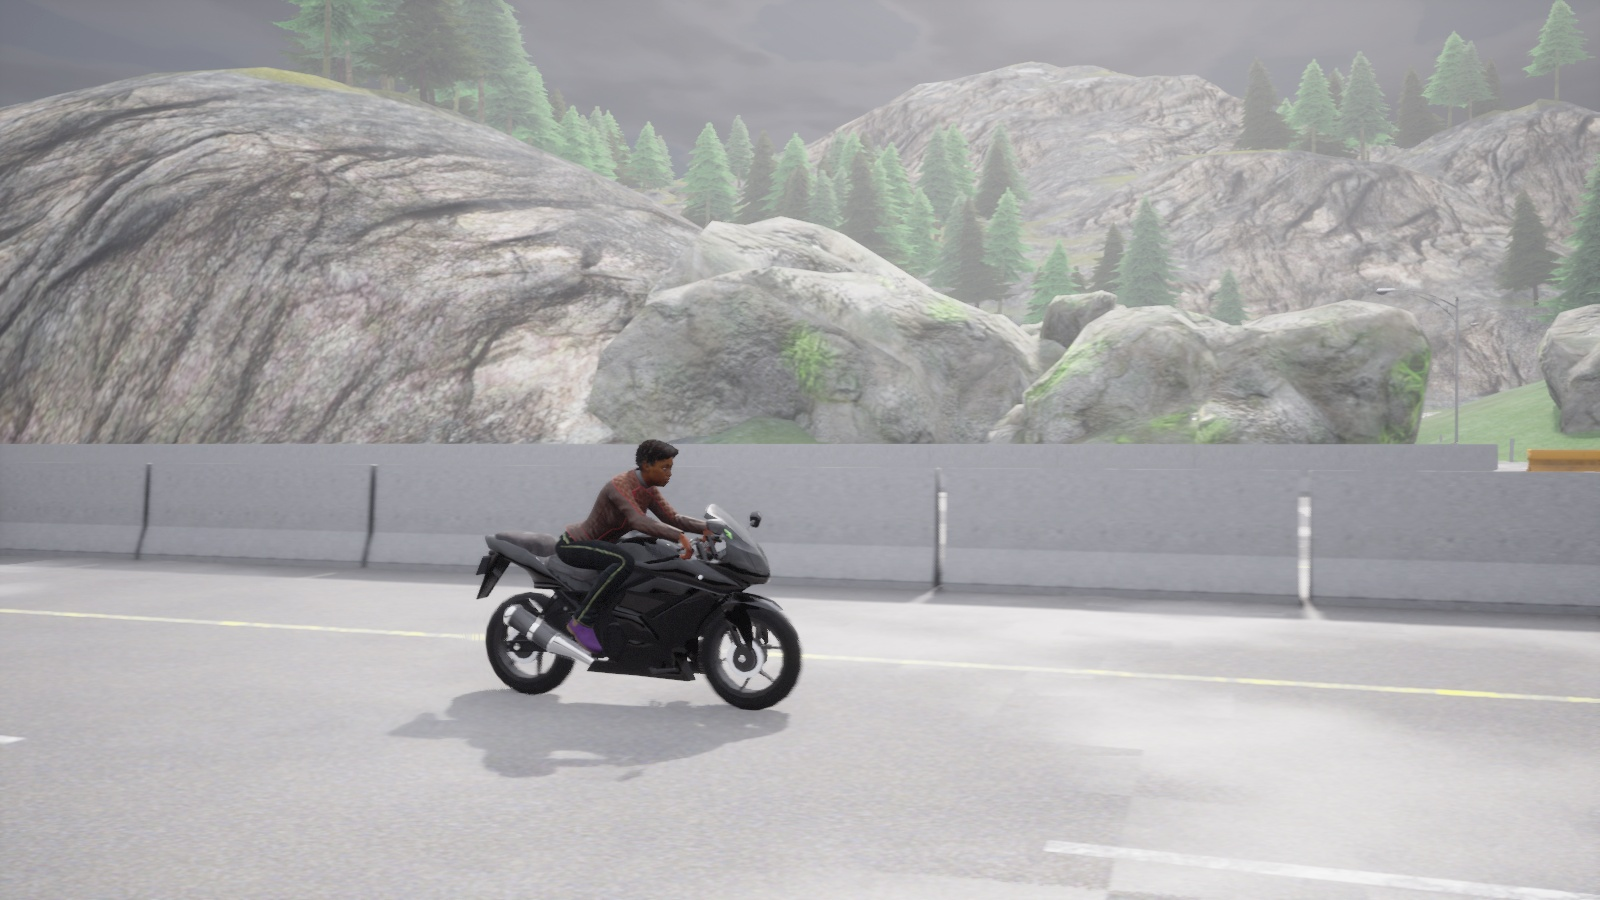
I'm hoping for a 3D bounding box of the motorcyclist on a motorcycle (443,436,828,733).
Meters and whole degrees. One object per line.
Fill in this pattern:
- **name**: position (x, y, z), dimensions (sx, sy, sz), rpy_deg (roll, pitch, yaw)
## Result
- **motorcyclist on a motorcycle**: position (-0.936, 0.690, 7.200), dimensions (2.044, 1.523, 0.797), rpy_deg (1, 1, 19)
